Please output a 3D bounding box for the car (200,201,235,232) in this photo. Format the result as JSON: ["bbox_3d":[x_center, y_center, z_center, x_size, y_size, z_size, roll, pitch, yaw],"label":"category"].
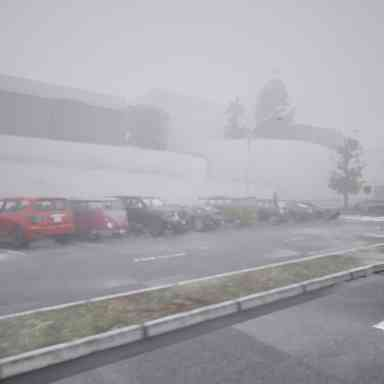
[{"bbox_3d":[-0.272,1.476,20.076,4.892,1.521,2.231,-1,0,35],"label":"car"}]

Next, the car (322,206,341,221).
[{"bbox_3d":[9.485,1.479,27.002,4.792,1.488,2.163,-1,-1,34],"label":"car"}]

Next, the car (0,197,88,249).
[{"bbox_3d":[-7.594,1.242,14.903,5.566,2.045,2.435,-1,-1,35],"label":"car"}]

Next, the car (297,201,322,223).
[{"bbox_3d":[7.015,1.497,25.268,4.674,1.452,2.002,-1,0,35],"label":"car"}]

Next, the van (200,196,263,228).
[{"bbox_3d":[2.054,1.245,21.877,4.442,1.987,1.878,-1,0,35],"label":"van"}]

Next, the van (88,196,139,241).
[{"bbox_3d":[-5.037,1.261,16.559,4.442,1.987,1.878,-1,-1,35],"label":"van"}]

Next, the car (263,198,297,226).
[{"bbox_3d":[4.607,1.337,23.524,4.553,1.767,2.185,-1,0,34],"label":"car"}]

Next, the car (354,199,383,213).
[{"bbox_3d":[19.264,1.454,33.968,4.792,1.488,2.163,-1,-1,35],"label":"car"}]

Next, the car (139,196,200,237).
[{"bbox_3d":[-2.681,1.230,18.340,5.566,2.045,2.435,-1,-1,35],"label":"car"}]
